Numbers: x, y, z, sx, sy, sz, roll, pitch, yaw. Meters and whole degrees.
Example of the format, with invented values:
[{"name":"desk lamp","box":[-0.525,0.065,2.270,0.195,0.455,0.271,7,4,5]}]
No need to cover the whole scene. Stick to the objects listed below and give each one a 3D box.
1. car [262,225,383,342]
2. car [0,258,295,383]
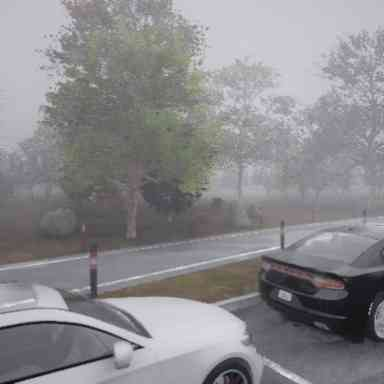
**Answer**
[{"name":"car","box":[3.550,1.374,6.348,5.008,1.535,2.097,-2,2,-31]},{"name":"car","box":[-1.468,1.532,2.805,4.674,1.452,2.002,-1,-1,-36]}]
